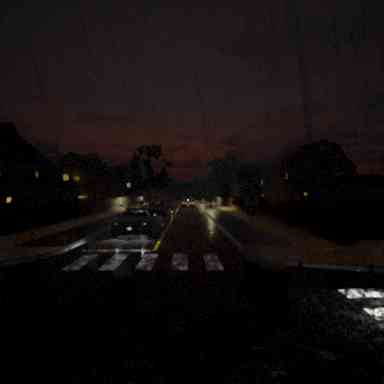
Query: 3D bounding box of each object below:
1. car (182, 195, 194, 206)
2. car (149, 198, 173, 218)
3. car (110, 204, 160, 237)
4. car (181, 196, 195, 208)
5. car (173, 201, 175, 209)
[{"bbox_3d":[-0.741,1.452,58.733,2.097,1.767,4.553,0,0,-2],"label":"car"},{"bbox_3d":[-3.160,1.528,30.586,2.033,1.411,5.357,0,0,-1],"label":"car"},{"bbox_3d":[-2.979,1.537,17.606,1.994,1.385,4.181,0,0,-1],"label":"car"},{"bbox_3d":[-0.577,1.646,48.764,1.895,1.301,4.718,0,0,-1],"label":"car"},{"bbox_3d":[-3.330,1.544,44.063,1.812,1.442,4.674,0,0,-1],"label":"car"}]
